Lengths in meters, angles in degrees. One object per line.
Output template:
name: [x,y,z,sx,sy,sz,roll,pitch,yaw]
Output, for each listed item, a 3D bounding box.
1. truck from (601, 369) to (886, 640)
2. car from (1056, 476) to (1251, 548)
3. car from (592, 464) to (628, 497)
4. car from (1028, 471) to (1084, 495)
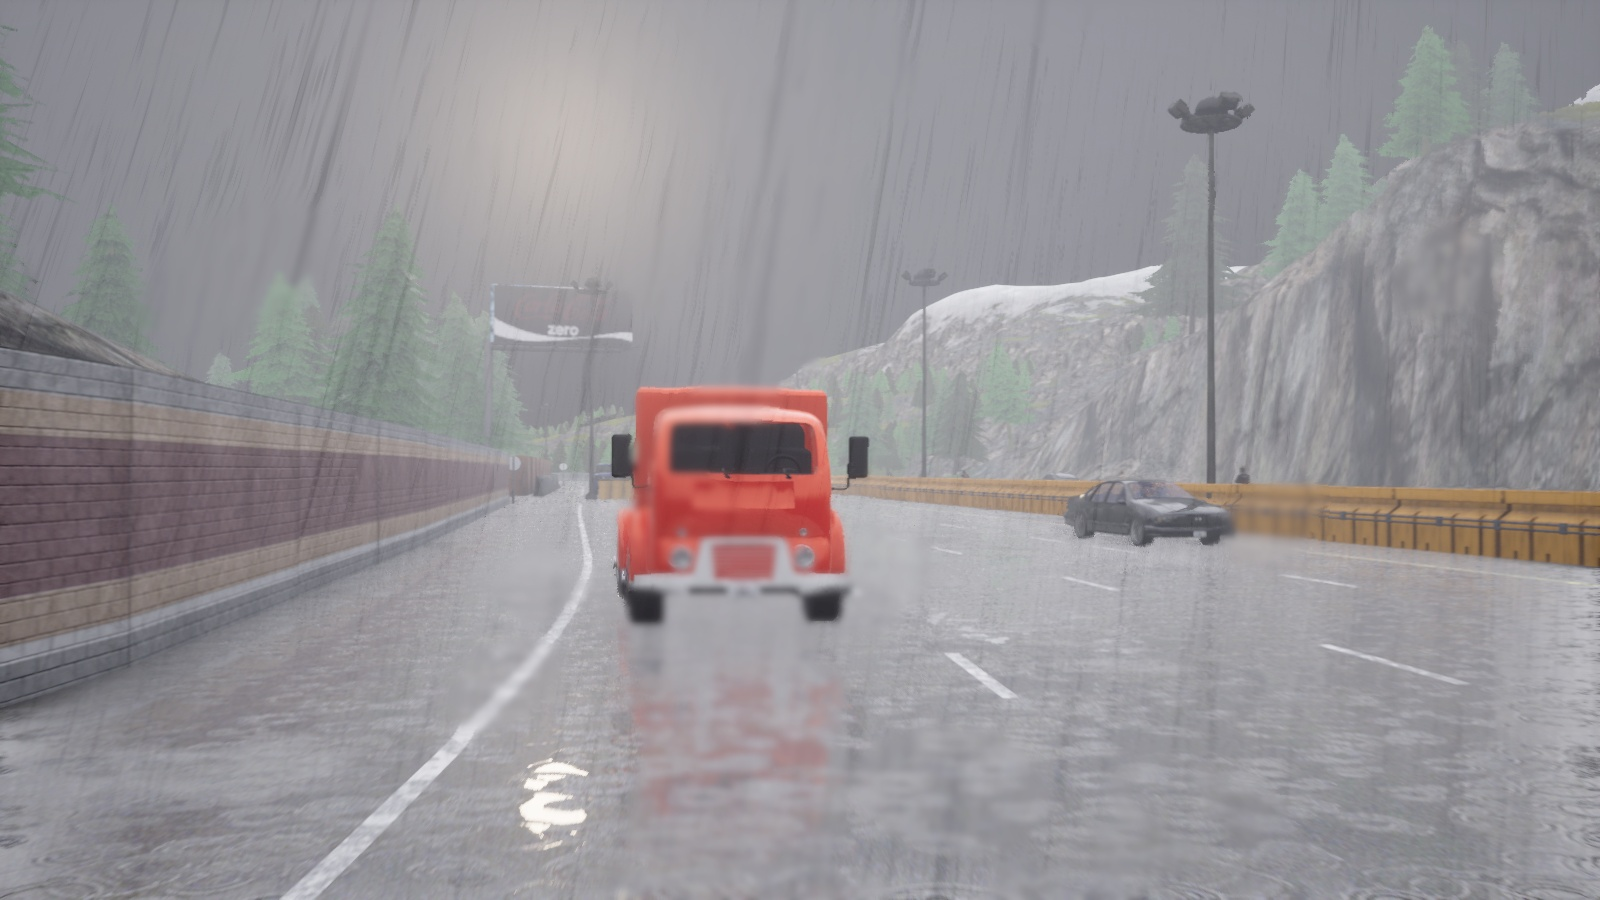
truck: [-0.808,0.584,14.188,2.627,2.467,5.204,0,-2,-7]
car: [7.678,1.296,27.944,2.033,1.411,5.357,0,-1,-10]
car: [-12.303,1.944,80.997,2.150,2.045,5.566,0,-1,-10]
car: [16.263,2.088,80.059,1.837,1.490,4.892,0,-1,-10]
